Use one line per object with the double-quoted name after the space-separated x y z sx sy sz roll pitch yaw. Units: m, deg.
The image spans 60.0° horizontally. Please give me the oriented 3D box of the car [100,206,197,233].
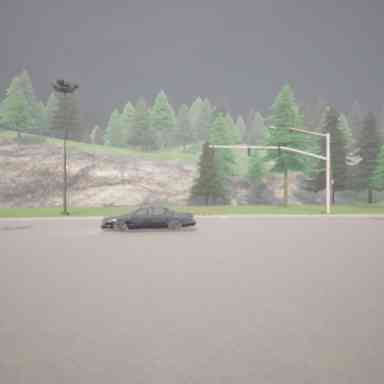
-2.449 1.539 19.154 5.357 1.411 2.033 0 0 -10 "car"
